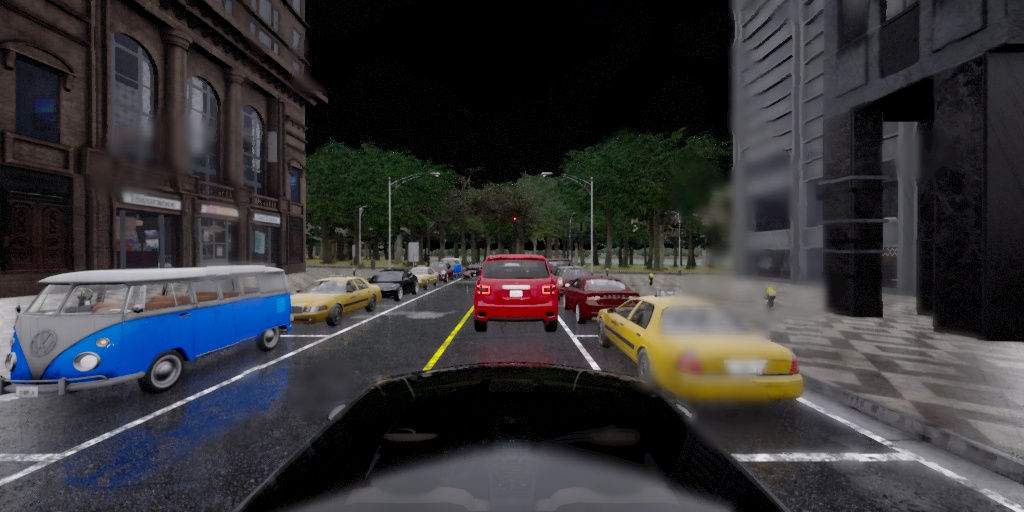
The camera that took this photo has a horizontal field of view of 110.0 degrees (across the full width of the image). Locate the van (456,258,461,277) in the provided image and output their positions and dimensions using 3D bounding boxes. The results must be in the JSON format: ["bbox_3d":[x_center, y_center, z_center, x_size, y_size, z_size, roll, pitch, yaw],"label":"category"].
[{"bbox_3d":[-5.756,1.095,33.547,1.690,1.789,3.998,0,0,0],"label":"van"}]

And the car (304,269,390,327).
[{"bbox_3d":[-5.761,1.275,11.627,1.751,1.417,4.829,0,0,0],"label":"car"}]

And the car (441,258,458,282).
[{"bbox_3d":[-5.758,1.193,28.109,1.967,1.591,4.097,0,0,0],"label":"car"}]

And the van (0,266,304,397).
[{"bbox_3d":[-5.762,1.091,6.360,1.690,1.789,3.998,0,0,0],"label":"van"}]

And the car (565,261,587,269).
[{"bbox_3d":[2.765,1.190,17.232,1.967,1.591,4.097,0,0,0],"label":"car"}]

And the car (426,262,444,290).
[{"bbox_3d":[-5.759,1.277,22.502,1.751,1.417,4.829,0,0,0],"label":"car"}]

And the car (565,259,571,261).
[{"bbox_3d":[2.766,1.066,22.670,2.192,1.841,5.009,0,0,0],"label":"car"}]

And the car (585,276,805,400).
[{"bbox_3d":[2.763,1.275,6.527,1.751,1.417,4.829,0,0,0],"label":"car"}]

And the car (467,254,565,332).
[{"bbox_3d":[0.105,0.972,11.053,2.150,2.045,5.566,0,0,0],"label":"car"}]

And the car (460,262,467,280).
[{"bbox_3d":[-2.994,1.362,30.931,1.994,1.385,4.181,0,0,0],"label":"car"}]

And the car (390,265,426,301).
[{"bbox_3d":[-5.760,1.316,17.234,1.948,1.339,4.313,0,0,0],"label":"car"}]

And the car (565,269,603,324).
[{"bbox_3d":[2.764,1.295,11.795,1.888,1.381,4.507,0,0,0],"label":"car"}]
